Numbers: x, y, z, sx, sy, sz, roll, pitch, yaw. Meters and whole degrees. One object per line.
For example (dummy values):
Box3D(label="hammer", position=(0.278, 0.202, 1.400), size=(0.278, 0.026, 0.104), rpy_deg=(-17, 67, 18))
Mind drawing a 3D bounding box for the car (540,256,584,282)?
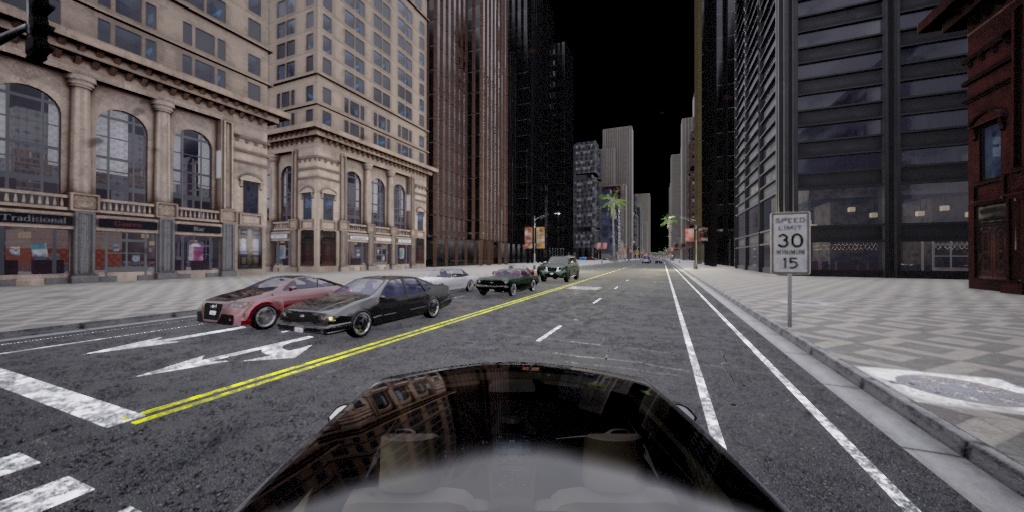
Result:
Box3D(label="car", position=(4.022, 0.986, 29.352), size=(2.150, 2.045, 5.566), rpy_deg=(0, 0, 23))

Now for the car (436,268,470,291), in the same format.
Box3D(label="car", position=(-3.715, 1.357, 19.357), size=(1.895, 1.301, 4.718), rpy_deg=(0, 0, 23))

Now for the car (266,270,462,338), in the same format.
Box3D(label="car", position=(-3.849, 1.299, 10.655), size=(2.033, 1.411, 5.357), rpy_deg=(0, 0, 23))

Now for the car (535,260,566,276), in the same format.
Box3D(label="car", position=(4.143, 1.250, 37.930), size=(1.882, 1.535, 5.008), rpy_deg=(0, 0, 23))

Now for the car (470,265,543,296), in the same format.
Box3D(label="car", position=(-0.130, 1.357, 19.494), size=(1.895, 1.301, 4.718), rpy_deg=(0, 0, 23))

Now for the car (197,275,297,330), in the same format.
Box3D(label="car", position=(-7.108, 1.316, 11.279), size=(1.994, 1.385, 4.181), rpy_deg=(0, 0, 23))

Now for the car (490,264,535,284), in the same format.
Box3D(label="car", position=(0.150, 1.364, 28.538), size=(1.895, 1.301, 4.718), rpy_deg=(0, 0, 23))
